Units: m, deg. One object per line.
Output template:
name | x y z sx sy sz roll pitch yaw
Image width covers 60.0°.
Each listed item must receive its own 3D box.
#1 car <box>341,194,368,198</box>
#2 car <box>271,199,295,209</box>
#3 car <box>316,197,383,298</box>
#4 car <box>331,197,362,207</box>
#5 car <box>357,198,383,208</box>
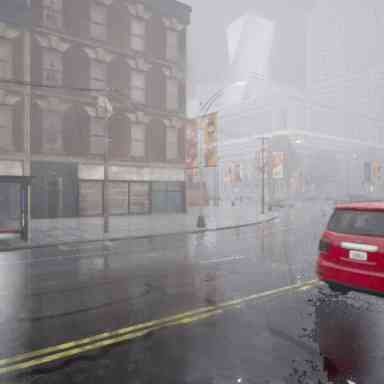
car | 15.949 1.221 32.166 2.150 2.045 5.566 0 0 9
car | 12.393 1.601 45.911 1.895 1.301 4.718 0 0 -10
car | 5.102 1.223 7.655 5.566 2.045 2.150 0 0 -38
car | 24.764 1.520 53.540 2.002 1.452 4.674 0 0 -16
car | 26.110 1.595 47.970 1.895 1.301 4.718 0 0 -6
